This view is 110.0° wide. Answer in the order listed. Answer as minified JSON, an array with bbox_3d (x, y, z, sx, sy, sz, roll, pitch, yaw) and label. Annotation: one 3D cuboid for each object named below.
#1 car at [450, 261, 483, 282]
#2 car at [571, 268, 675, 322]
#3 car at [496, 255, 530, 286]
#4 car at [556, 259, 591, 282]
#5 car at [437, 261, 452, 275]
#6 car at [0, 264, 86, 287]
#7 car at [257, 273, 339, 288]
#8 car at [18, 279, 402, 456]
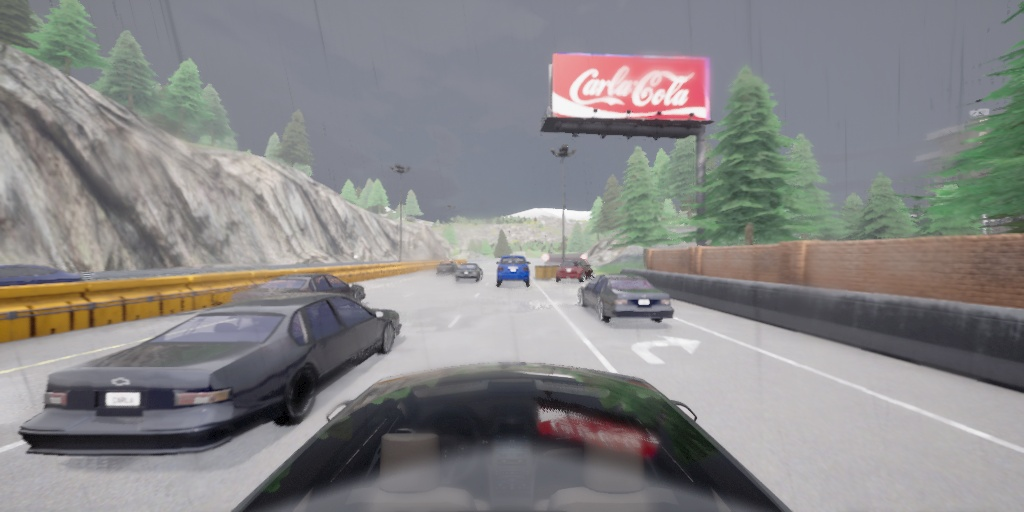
[{"bbox_3d":[-3.432,1.307,29.313,2.033,1.411,5.357,0,0,0],"label":"car"},{"bbox_3d":[3.592,1.302,12.268,2.033,1.411,5.357,0,0,0],"label":"car"},{"bbox_3d":[0.074,0.981,25.319,2.150,2.045,5.566,0,0,0],"label":"car"},{"bbox_3d":[5.160,1.112,28.854,2.097,1.767,4.553,1,0,25],"label":"car"},{"bbox_3d":[-6.949,1.254,39.126,2.128,1.511,4.902,0,0,0],"label":"car"},{"bbox_3d":[-17.506,0.993,12.035,1.812,1.442,4.674,0,0,0],"label":"car"},{"bbox_3d":[-6.907,1.300,12.238,2.033,1.411,5.357,0,0,0],"label":"car"},{"bbox_3d":[-3.403,1.299,5.645,2.033,1.411,5.357,0,0,0],"label":"car"}]
